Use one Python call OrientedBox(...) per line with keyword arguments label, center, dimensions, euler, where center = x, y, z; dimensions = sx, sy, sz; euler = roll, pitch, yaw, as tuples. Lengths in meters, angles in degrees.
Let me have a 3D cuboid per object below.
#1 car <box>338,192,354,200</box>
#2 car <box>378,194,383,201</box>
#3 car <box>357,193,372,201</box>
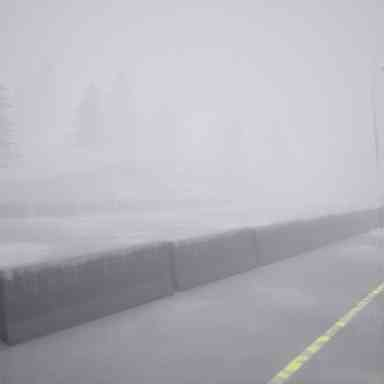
OrientedBox(label="car", center=(30.873, 0.775, 66.623), dimensions=(1.837, 1.490, 4.892), euler=(1, 2, 42))
OrientedBox(label="car", center=(36.090, 0.970, 61.959), dimensions=(1.895, 1.301, 4.718), euler=(1, 2, 42))
OrientedBox(label="car", center=(33.492, 0.849, 64.301), dimensions=(1.812, 1.442, 4.674), euler=(1, 2, 42))
